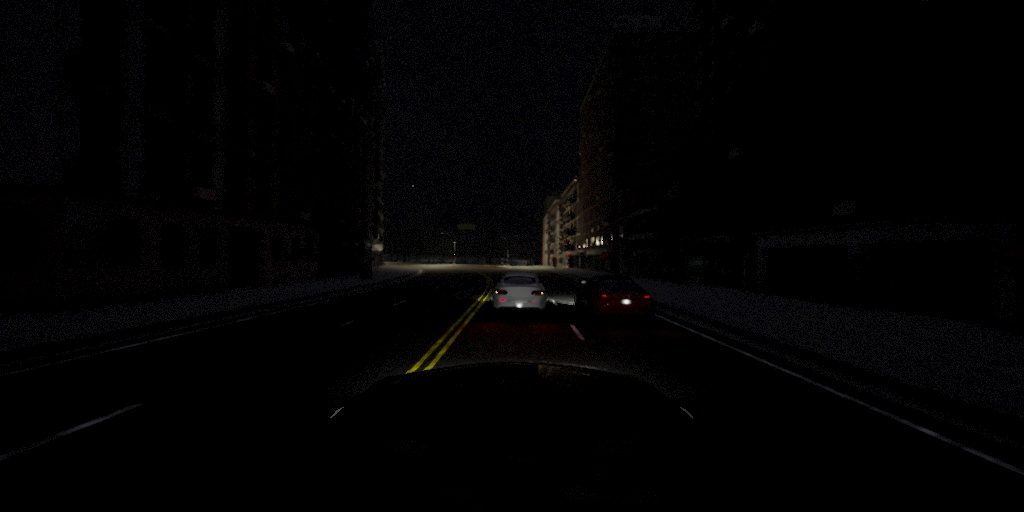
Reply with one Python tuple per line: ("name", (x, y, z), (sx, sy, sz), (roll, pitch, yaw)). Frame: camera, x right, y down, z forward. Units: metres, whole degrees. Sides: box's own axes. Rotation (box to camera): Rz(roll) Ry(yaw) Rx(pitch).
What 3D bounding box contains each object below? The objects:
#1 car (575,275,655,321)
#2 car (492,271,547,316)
("car", (3.513, 1.363, 12.880), (1.994, 1.385, 4.181), (1, 0, 1))
("car", (0.278, 1.285, 13.380), (1.812, 1.442, 4.674), (1, 0, 1))
